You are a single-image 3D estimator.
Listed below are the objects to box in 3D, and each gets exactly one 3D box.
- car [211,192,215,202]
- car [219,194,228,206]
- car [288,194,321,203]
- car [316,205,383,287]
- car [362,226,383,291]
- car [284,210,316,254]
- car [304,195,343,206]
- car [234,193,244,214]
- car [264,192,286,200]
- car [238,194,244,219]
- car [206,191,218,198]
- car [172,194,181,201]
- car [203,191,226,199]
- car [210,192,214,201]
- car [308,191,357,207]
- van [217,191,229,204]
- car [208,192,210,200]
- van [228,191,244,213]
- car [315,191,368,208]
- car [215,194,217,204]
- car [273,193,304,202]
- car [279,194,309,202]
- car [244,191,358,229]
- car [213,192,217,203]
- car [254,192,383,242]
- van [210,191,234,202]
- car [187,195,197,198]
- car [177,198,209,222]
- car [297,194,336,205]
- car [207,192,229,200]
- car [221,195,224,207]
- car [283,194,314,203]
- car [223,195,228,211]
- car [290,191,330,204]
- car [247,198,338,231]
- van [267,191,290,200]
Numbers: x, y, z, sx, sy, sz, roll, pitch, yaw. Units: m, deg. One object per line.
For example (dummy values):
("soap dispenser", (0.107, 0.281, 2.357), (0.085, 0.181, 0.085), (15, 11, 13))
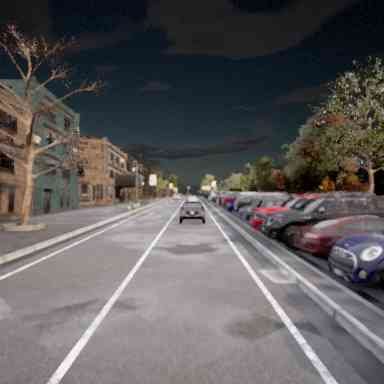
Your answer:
("car", (5.663, 1.153, 47.170), (5.008, 1.535, 2.097), (0, 0, 0))
("car", (5.644, 1.262, 35.961), (4.792, 1.488, 2.163), (0, 0, 0))
("car", (18.773, 1.136, 55.738), (4.792, 1.488, 2.163), (0, 0, 0))
("car", (5.716, 1.310, 7.927), (4.553, 1.767, 2.185), (0, 0, 0))
("car", (5.680, 1.456, 5.125), (4.892, 1.521, 2.231), (0, 0, 0))
("car", (5.681, 1.455, 10.732), (4.674, 1.452, 2.002), (0, 0, 0))
("car", (18.745, 1.190, 47.507), (4.674, 1.452, 2.002), (0, 0, 0))
("car", (5.709, 1.188, 24.747), (4.553, 1.767, 2.185), (0, 0, 0))
("car", (18.712, 0.905, 75.231), (4.553, 1.767, 2.185), (0, 0, 0))
("car", (5.648, 1.208, 21.944), (4.553, 1.767, 2.185), (0, 0, 0))
("car", (5.692, 0.845, 58.382), (5.566, 2.045, 2.435), (0, 0, 0))
("car", (-3.186, 1.107, 69.594), (1.812, 1.442, 4.674), (0, 0, 0))
("car", (5.702, 0.772, 83.611), (5.566, 2.045, 2.435), (0, 0, 0))
("car", (5.637, 1.151, 52.778), (4.792, 1.488, 2.163), (0, 0, 0))
("car", (18.720, 0.918, 44.598), (5.566, 2.045, 2.435), (0, 0, 0))
("van", (5.555, 0.986, 38.762), (4.442, 1.987, 1.878), (0, 0, 0))
("car", (5.660, 1.109, 55.576), (4.892, 1.521, 2.231), (0, 0, 0))
("van", (5.560, 1.067, 27.549), (4.442, 1.987, 1.878), (0, 0, 0))
("car", (18.722, 0.937, 41.936), (5.566, 2.045, 2.435), (0, 0, 0))
("car", (5.700, 1.221, 41.567), (4.792, 1.488, 2.163), (0, 0, 0))
("car", (18.555, 1.069, 64.094), (5.366, 1.575, 1.946), (0, 0, 0))
("car", (18.736, 1.084, 61.308), (5.008, 1.535, 2.097), (0, 0, 0))
("car", (5.653, 1.123, 16.336), (5.566, 2.045, 2.435), (0, 0, 0))
("car", (5.855, 1.169, 44.370), (5.366, 1.575, 1.946), (0, 0, 0))
("car", (5.654, 1.143, 13.533), (5.566, 2.045, 2.435), (0, 0, 0))
("van", (5.778, 0.848, 63.989), (4.442, 1.987, 1.878), (0, 0, 0))
("car", (0.045, 1.213, 48.154), (1.812, 1.442, 4.674), (0, 0, 0))
("car", (0.039, 1.397, 24.276), (2.033, 1.411, 5.357), (0, 0, 0))
("car", (18.741, 1.135, 50.168), (5.008, 1.535, 2.097), (0, 0, 0))
("car", (5.630, 0.915, 72.400), (4.553, 1.767, 2.185), (0, 0, 0))
("car", (5.645, 1.282, 33.157), (4.792, 1.488, 2.163), (0, 0, 0))
("car", (18.713, 1.125, 58.523), (4.792, 1.488, 2.163), (0, 0, 0))
("car", (5.670, 1.273, 30.354), (5.008, 1.535, 2.097), (0, 0, 0))
("car", (18.717, 0.868, 52.953), (5.566, 2.045, 2.435), (0, 0, 0))
("car", (5.649, 1.228, 19.140), (4.553, 1.767, 2.185), (0, 0, 0))
("van", (18.858, 0.813, 72.450), (4.442, 1.987, 1.878), (0, 0, 0))
